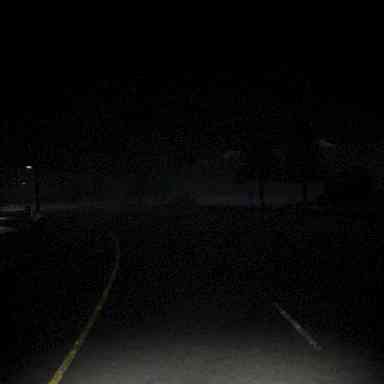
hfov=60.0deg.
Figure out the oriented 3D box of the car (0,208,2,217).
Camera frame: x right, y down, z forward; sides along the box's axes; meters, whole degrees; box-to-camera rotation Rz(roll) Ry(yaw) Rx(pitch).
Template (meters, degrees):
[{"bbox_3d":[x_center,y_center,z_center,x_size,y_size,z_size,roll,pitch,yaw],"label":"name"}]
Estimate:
[{"bbox_3d":[-29.085,2.812,48.675,2.097,1.767,4.553,-2,0,-28],"label":"car"}]
